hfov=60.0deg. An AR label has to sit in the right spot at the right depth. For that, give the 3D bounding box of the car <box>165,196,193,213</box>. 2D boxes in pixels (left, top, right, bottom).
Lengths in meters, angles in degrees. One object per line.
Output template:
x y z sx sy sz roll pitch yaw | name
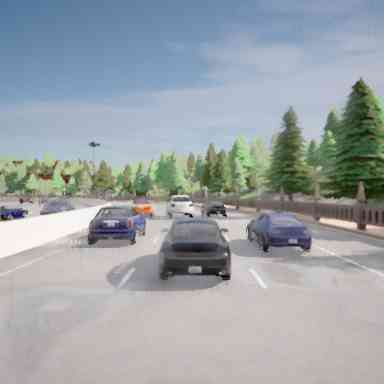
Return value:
-1.285 1.359 31.925 2.150 2.045 5.566 0 0 -9 | car

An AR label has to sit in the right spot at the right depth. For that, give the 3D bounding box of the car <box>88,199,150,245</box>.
-3.481 1.421 16.215 2.097 1.767 4.553 0 0 -1 | car

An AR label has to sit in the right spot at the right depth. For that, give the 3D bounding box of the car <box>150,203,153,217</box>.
-4.976 1.492 32.587 2.097 1.767 4.553 0 0 -9 | car

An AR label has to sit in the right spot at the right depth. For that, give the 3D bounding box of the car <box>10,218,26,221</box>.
-14.847 1.715 26.629 1.895 1.301 4.718 0 0 -7 | car

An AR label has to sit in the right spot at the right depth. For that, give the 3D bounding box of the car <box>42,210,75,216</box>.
-11.722 1.477 29.252 2.097 1.767 4.553 0 0 -9 | car

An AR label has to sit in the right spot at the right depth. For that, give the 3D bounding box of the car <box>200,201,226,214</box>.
2.064 1.646 32.908 1.837 1.490 4.892 0 0 -9 | car

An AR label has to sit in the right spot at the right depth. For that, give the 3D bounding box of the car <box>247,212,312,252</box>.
3.567 1.587 14.114 1.812 1.442 4.674 0 0 -1 | car

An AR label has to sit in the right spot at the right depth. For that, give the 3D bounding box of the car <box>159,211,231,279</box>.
0.081 1.550 10.136 1.837 1.490 4.892 0 0 0 | car
